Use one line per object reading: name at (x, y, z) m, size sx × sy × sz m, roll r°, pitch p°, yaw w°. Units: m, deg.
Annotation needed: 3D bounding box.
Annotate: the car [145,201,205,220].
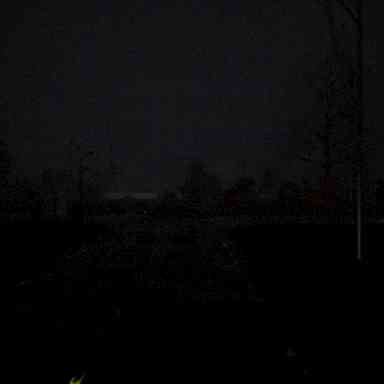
car at (-1.349, 1.461, 26.224) m, size 4.674 × 1.442 × 1.812 m, roll 0°, pitch 0°, yaw 0°
